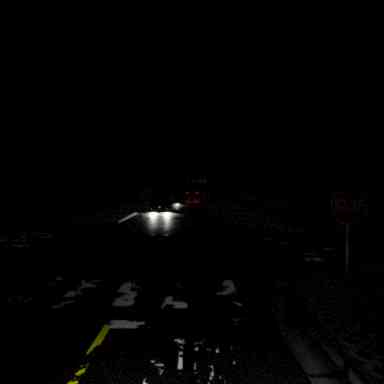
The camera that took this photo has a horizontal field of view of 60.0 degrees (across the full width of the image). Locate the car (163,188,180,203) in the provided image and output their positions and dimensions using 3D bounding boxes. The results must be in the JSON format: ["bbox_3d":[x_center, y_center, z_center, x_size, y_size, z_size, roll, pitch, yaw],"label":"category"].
[{"bbox_3d":[-2.850,0.427,47.898,2.150,2.045,5.566,0,1,0],"label":"car"}]

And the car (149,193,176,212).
[{"bbox_3d":[-2.852,1.106,31.139,1.994,1.385,4.181,0,1,0],"label":"car"}]

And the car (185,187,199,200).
[{"bbox_3d":[-0.016,0.235,56.695,2.150,2.045,5.566,0,1,0],"label":"car"}]

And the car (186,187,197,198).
[{"bbox_3d":[-0.019,-0.011,67.114,2.150,2.045,5.566,0,1,0],"label":"car"}]
